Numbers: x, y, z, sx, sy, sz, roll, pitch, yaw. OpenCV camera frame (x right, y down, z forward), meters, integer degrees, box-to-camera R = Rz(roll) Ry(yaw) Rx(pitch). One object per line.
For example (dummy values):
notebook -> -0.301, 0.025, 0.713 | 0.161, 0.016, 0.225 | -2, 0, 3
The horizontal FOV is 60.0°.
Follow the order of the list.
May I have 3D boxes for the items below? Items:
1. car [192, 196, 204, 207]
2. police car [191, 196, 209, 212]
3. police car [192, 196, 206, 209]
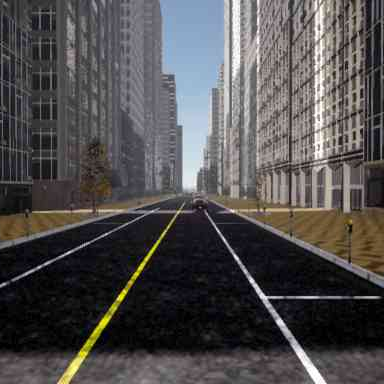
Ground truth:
car -> 0.900, 1.508, 54.057 | 1.882, 1.535, 5.008 | 0, 0, 0
police car -> 0.900, 1.434, 38.167 | 1.930, 1.638, 5.238 | 0, 0, 0
police car -> 0.900, 1.444, 48.167 | 1.930, 1.638, 5.238 | 0, 0, 0
